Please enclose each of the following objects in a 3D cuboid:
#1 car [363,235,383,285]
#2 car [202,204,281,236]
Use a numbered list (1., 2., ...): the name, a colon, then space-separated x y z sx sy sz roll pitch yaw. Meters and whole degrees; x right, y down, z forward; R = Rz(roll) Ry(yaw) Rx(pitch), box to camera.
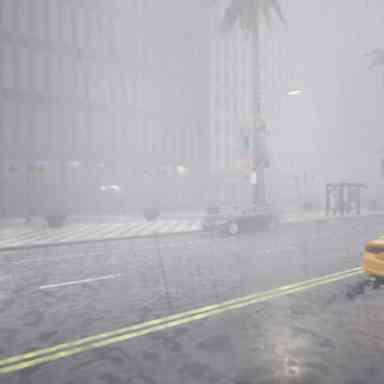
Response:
1. car: 6.196 1.438 8.169 5.008 1.535 1.882 0 0 -36
2. car: 2.785 1.428 18.250 4.892 1.521 2.231 0 0 -35
